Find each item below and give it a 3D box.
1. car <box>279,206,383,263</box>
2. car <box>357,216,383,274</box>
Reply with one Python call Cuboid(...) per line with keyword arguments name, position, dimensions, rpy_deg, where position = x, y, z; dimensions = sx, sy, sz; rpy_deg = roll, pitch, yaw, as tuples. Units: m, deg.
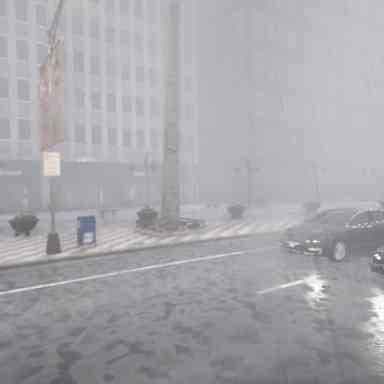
Cuboid(name="car", position=(5.091, 1.269, 11.017), dimensions=(4.892, 1.490, 1.837), rpy_deg=(-1, 0, -28))
Cuboid(name="car", position=(6.775, 1.317, 8.205), dimensions=(5.357, 1.411, 2.033), rpy_deg=(-1, 1, -29))
